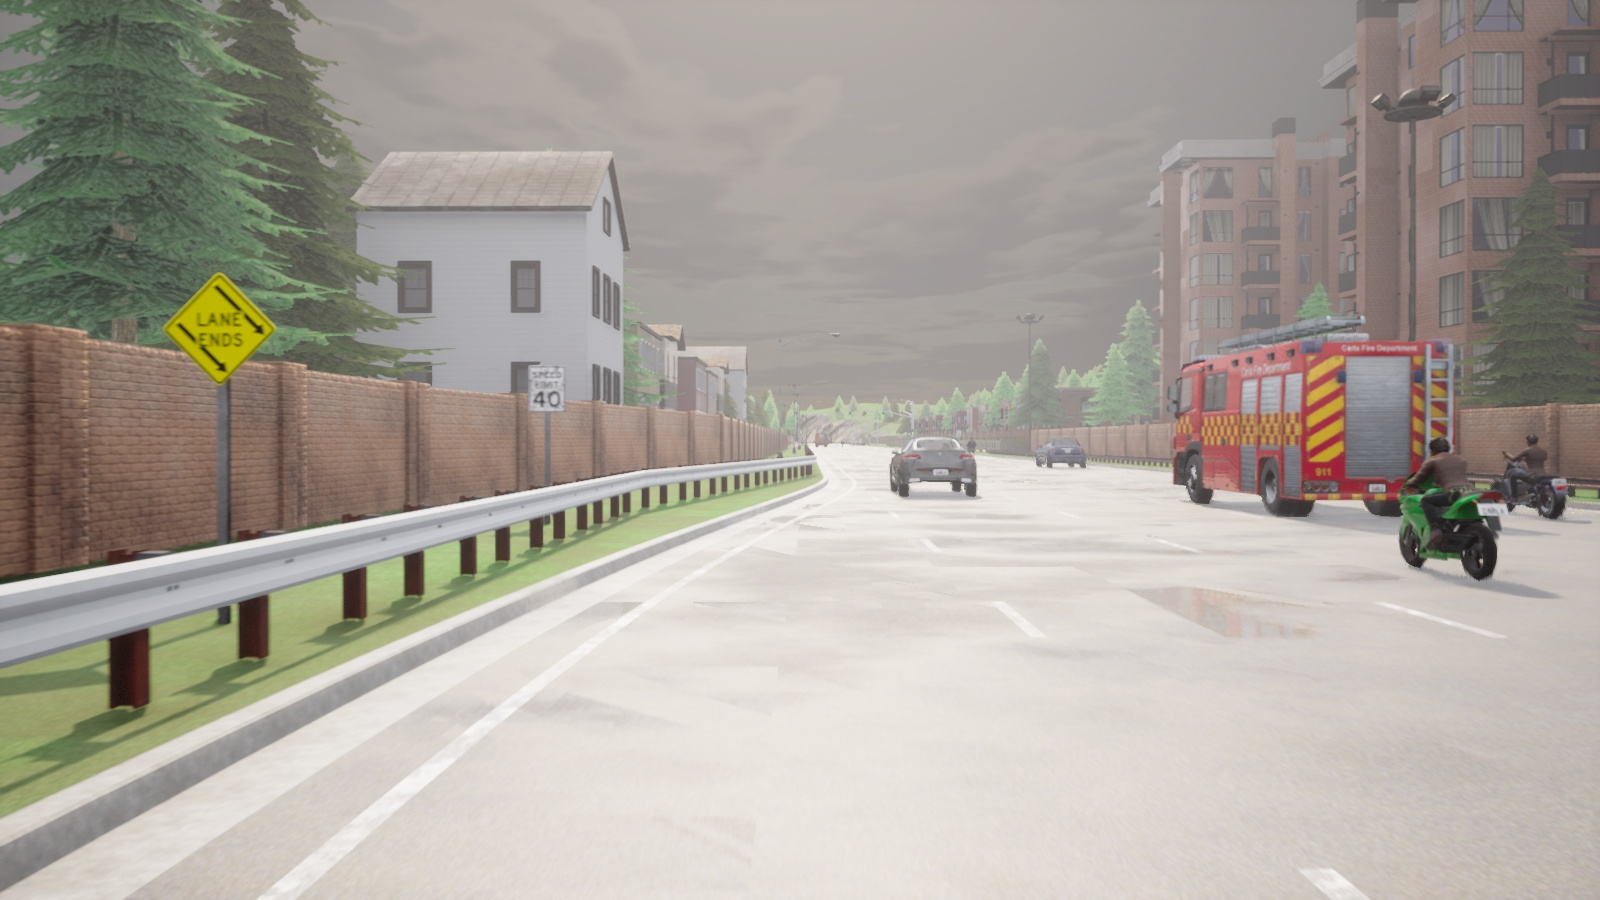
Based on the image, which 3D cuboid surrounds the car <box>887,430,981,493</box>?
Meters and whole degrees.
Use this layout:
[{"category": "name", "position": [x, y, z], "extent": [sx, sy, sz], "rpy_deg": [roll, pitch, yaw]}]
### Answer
[{"category": "car", "position": [3.702, 0.281, 35.528], "extent": [2.152, 1.651, 5.027], "rpy_deg": [0, 0, 0]}]

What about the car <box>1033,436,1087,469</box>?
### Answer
[{"category": "car", "position": [14.379, 0.133, 69.689], "extent": [2.097, 1.767, 4.553], "rpy_deg": [0, 0, 0]}]

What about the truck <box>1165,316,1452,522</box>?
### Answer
[{"category": "truck", "position": [10.661, -0.601, 27.524], "extent": [2.891, 3.827, 8.468], "rpy_deg": [0, 0, 0]}]

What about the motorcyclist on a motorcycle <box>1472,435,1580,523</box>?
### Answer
[{"category": "motorcyclist on a motorcycle", "position": [14.145, 0.537, 24.547], "extent": [0.766, 1.649, 2.350], "rpy_deg": [0, 0, 0]}]

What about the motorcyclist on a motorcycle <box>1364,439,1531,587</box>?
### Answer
[{"category": "motorcyclist on a motorcycle", "position": [7.089, 0.637, 13.883], "extent": [0.797, 1.523, 2.044], "rpy_deg": [0, 0, 0]}]
